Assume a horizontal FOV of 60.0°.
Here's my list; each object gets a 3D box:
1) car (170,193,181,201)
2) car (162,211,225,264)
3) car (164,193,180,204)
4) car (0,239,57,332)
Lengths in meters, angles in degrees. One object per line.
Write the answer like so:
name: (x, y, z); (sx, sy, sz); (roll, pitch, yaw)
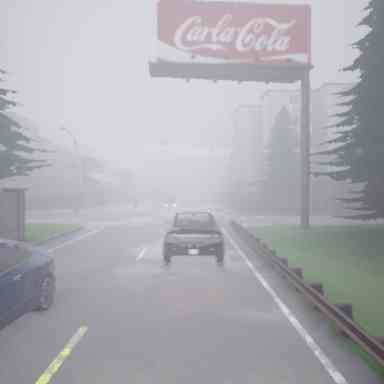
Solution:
car: (-3.560, 1.053, 71.814); (2.128, 1.511, 4.902); (0, 0, 0)
car: (0.057, 1.417, 11.556); (2.128, 1.511, 4.902); (0, 0, 0)
car: (-3.600, 1.241, 56.361); (1.895, 1.301, 4.718); (0, 0, 1)
car: (-3.584, 1.494, 4.898); (1.812, 1.442, 4.674); (0, 0, 0)
